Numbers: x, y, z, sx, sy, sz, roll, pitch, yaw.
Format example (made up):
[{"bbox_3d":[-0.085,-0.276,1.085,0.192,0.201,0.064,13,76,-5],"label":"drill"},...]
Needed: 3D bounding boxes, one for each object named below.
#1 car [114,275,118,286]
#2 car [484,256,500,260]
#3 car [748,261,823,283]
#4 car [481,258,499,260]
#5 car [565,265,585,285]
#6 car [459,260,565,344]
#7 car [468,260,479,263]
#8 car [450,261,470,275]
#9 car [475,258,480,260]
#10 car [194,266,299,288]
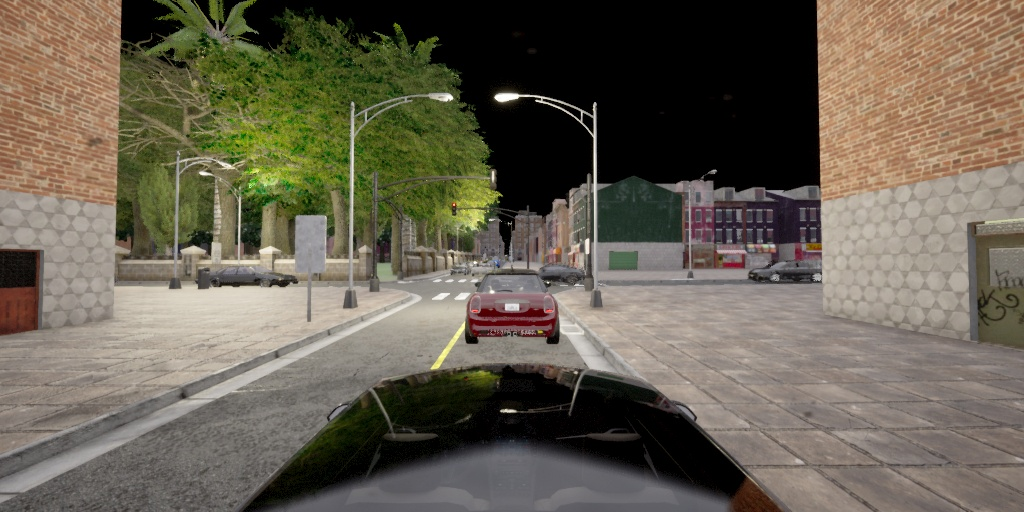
[{"bbox_3d":[-27.177,1.260,22.019,4.674,1.442,1.812,0,-1,0],"label":"car"},{"bbox_3d":[-3.166,1.056,61.307,2.150,2.045,5.566,0,0,0],"label":"car"},{"bbox_3d":[19.301,1.115,25.235,4.892,1.490,1.837,-1,-1,0],"label":"car"},{"bbox_3d":[-3.060,1.301,46.929,1.837,1.490,4.892,0,0,-1],"label":"car"},{"bbox_3d":[2.734,1.297,25.143,4.674,1.442,1.812,0,-1,0],"label":"car"},{"bbox_3d":[0.023,1.105,9.734,2.097,1.767,4.553,0,0,1],"label":"car"},{"bbox_3d":[-2.972,1.380,36.853,1.895,1.301,4.718,0,0,2],"label":"car"},{"bbox_3d":[-5.553,1.332,38.509,2.007,1.370,4.403,0,0,0],"label":"car"},{"bbox_3d":[-5.588,1.344,45.645,2.007,1.370,4.403,0,0,0],"label":"car"},{"bbox_3d":[-16.241,1.288,22.073,5.357,1.411,2.033,0,-1,0],"label":"car"}]
